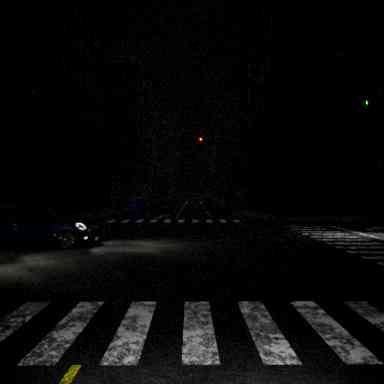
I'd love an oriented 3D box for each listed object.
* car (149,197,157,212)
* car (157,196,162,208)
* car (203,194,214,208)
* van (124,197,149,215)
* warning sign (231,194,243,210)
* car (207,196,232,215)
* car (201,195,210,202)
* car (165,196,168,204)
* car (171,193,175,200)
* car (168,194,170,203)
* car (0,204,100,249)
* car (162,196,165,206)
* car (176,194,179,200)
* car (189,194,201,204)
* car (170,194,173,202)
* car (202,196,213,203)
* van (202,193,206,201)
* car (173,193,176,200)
[{"bbox_3d":[-5.649,1.440,39.051,1.967,1.590,4.097,0,0,0],"label":"car"},{"bbox_3d":[-5.617,1.566,44.720,1.947,1.339,4.313,0,0,0],"label":"car"},{"bbox_3d":[2.908,1.440,44.676,1.967,1.590,4.097,0,0,0],"label":"car"},{"bbox_3d":[-5.680,1.341,33.383,1.690,1.788,3.998,0,0,0],"label":"van"},{"bbox_3d":[5.280,1.116,39.319,1.300,1.860,1.060,0,0,0],"label":"warning sign"},{"bbox_3d":[2.846,1.440,33.338,1.967,1.590,4.097,0,0,0],"label":"car"},{"bbox_3d":[3.095,1.432,78.692,1.967,1.590,4.097,0,0,0],"label":"car"},{"bbox_3d":[-5.555,1.565,56.056,1.947,1.339,4.313,0,0,0],"label":"car"},{"bbox_3d":[-5.462,1.539,73.060,1.887,1.381,4.507,0,0,0],"label":"car"},{"bbox_3d":[-5.525,1.523,61.554,1.752,1.417,4.829,0,0,0],"label":"car"},{"bbox_3d":[-6.242,1.343,13.874,4.553,1.767,2.097,0,0,0],"label":"car"},{"bbox_3d":[-5.586,1.582,50.388,1.802,1.307,4.206,0,0,0],"label":"car"},{"bbox_3d":[-5.369,1.301,90.065,2.192,1.841,5.009,0,0,0],"label":"car"},{"bbox_3d":[0.346,1.561,63.712,1.994,1.385,4.181,0,0,0],"label":"car"},{"bbox_3d":[-5.493,1.562,67.392,1.947,1.339,4.313,0,0,0],"label":"car"},{"bbox_3d":[3.033,1.547,67.354,2.008,1.369,4.403,0,0,0],"label":"car"},{"bbox_3d":[2.970,1.340,56.015,1.690,1.788,3.998,0,0,0],"label":"van"},{"bbox_3d":[-5.432,1.517,78.559,1.752,1.417,4.829,0,0,0],"label":"car"}]
